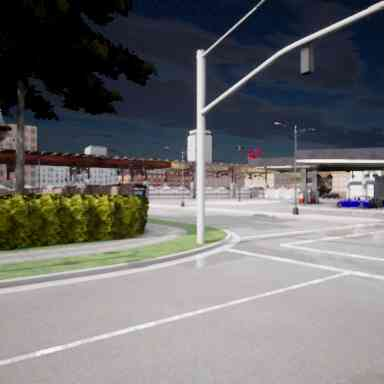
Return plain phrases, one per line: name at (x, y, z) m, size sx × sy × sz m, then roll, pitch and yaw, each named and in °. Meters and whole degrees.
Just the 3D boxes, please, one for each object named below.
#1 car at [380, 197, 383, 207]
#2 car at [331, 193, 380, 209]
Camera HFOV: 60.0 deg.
car at (25.472, 1.460, 47.182) m, size 1.970 × 1.475 × 3.806 m, roll 0°, pitch 0°, yaw -35°
car at (21.201, 1.299, 43.264) m, size 2.242 × 1.667 × 4.611 m, roll 0°, pitch 0°, yaw -35°
